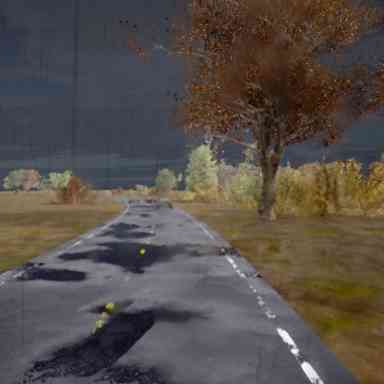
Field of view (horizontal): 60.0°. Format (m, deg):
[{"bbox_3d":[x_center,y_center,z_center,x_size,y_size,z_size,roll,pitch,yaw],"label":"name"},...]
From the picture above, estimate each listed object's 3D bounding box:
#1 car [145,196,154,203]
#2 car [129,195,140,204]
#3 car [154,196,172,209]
[{"bbox_3d":[-7.791,1.457,63.157,1.895,1.301,4.718,0,0,-14],"label":"car"},{"bbox_3d":[-10.798,1.368,62.405,1.837,1.490,4.892,0,0,-13],"label":"car"},{"bbox_3d":[-3.606,1.419,42.920,1.812,1.442,4.674,0,0,-9],"label":"car"}]
